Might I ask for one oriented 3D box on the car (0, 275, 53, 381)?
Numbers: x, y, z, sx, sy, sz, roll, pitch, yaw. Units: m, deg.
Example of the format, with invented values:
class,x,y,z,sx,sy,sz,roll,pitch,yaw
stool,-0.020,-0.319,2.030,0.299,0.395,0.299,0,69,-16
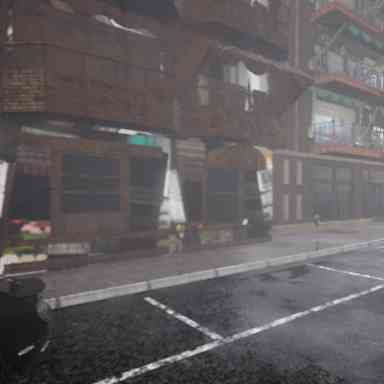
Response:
class,x,y,z,sx,sy,sz,roll,pitch,yaw
car,-3.798,1.555,3.378,4.403,1.369,2.008,0,1,-36
